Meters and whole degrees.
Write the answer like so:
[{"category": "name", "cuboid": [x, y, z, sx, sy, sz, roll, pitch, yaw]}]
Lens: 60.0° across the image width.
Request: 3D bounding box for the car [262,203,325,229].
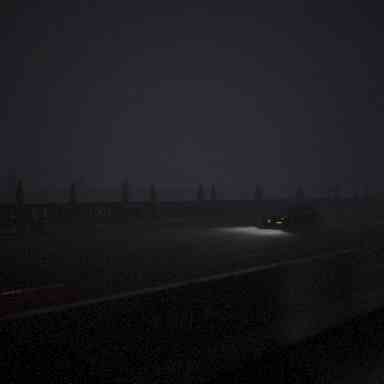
[{"category": "car", "cuboid": [6.649, 1.515, 21.629, 4.892, 1.490, 1.837, 0, 0, -35]}]
